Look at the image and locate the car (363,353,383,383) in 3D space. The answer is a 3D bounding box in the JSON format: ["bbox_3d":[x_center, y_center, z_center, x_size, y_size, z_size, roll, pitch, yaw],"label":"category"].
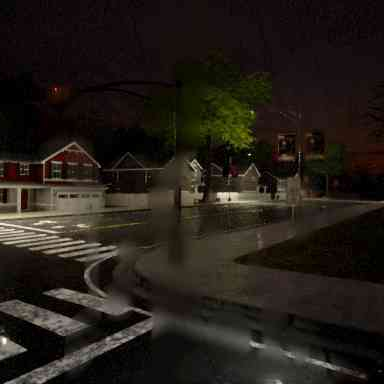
[{"bbox_3d":[3.328,1.506,1.308,4.892,1.490,1.837,0,0,35],"label":"car"}]
